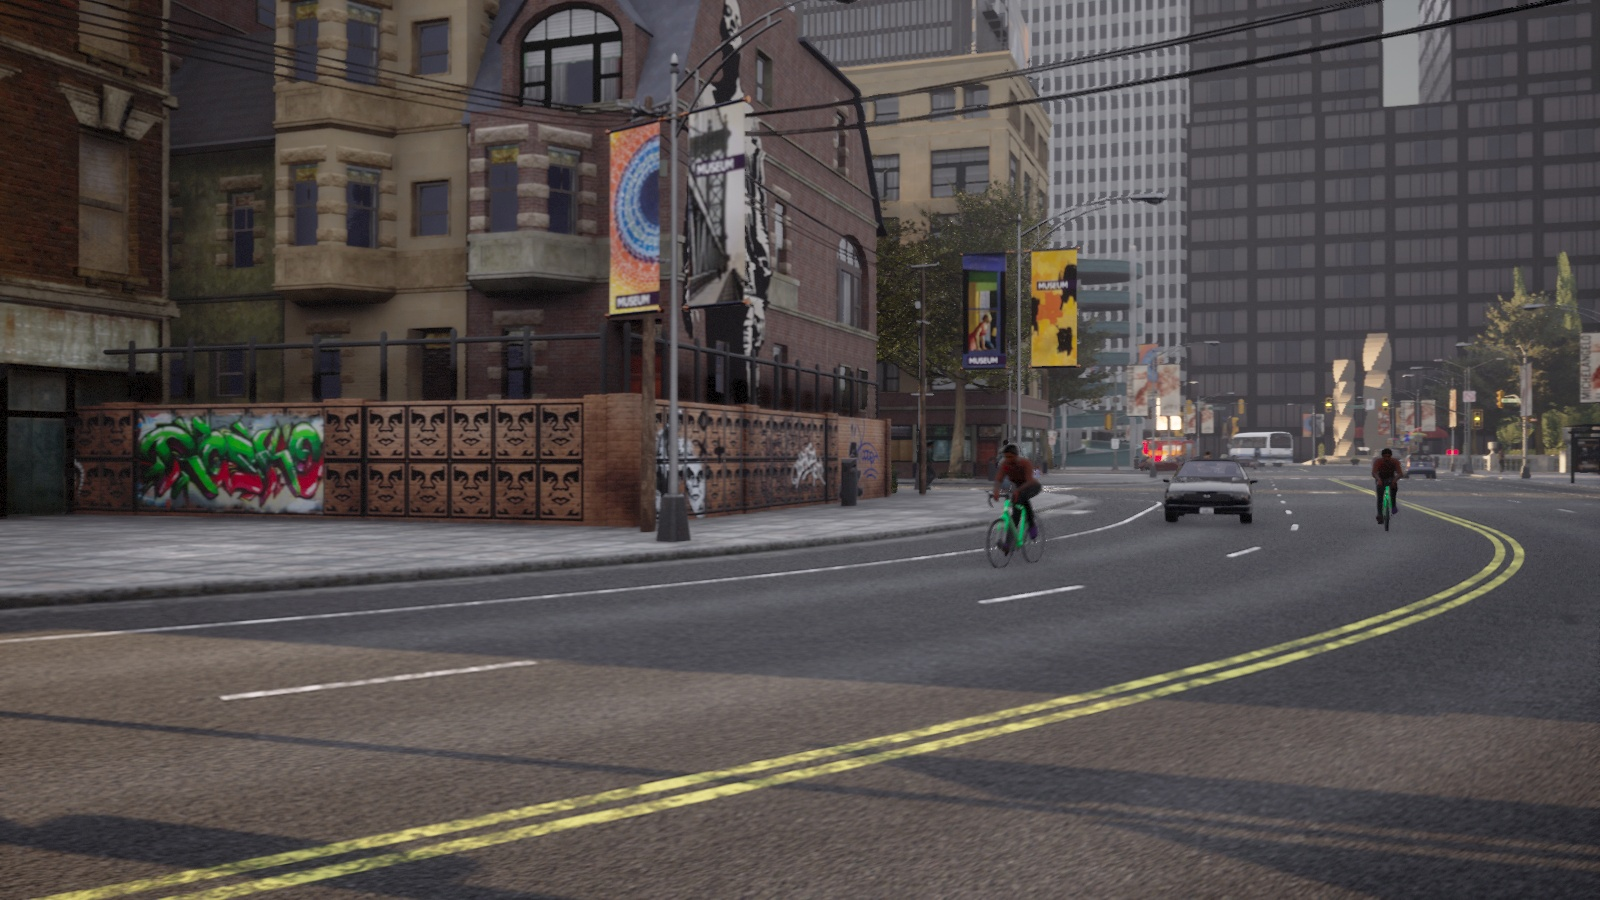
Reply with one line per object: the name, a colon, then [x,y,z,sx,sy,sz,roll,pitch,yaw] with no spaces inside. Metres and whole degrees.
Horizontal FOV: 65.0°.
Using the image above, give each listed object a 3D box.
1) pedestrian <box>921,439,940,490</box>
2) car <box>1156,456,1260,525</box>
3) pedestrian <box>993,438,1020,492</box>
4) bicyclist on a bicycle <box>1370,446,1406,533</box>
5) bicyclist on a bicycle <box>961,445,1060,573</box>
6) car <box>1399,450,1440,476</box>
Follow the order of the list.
pedestrian: [4.795,0.532,46.086,0.614,1.847,0.353,0,0,-6]
car: [9.421,0.857,28.739,2.033,1.411,5.357,0,0,20]
pedestrian: [7.131,0.517,43.311,0.874,1.855,0.900,0,0,11]
bicyclist on a bicycle: [11.448,0.744,24.471,0.582,1.620,1.656,0,0,23]
bicyclist on a bicycle: [2.820,0.742,16.682,0.582,1.620,1.656,-1,0,37]
car: [39.047,0.788,79.221,1.851,1.617,3.988,0,0,20]
